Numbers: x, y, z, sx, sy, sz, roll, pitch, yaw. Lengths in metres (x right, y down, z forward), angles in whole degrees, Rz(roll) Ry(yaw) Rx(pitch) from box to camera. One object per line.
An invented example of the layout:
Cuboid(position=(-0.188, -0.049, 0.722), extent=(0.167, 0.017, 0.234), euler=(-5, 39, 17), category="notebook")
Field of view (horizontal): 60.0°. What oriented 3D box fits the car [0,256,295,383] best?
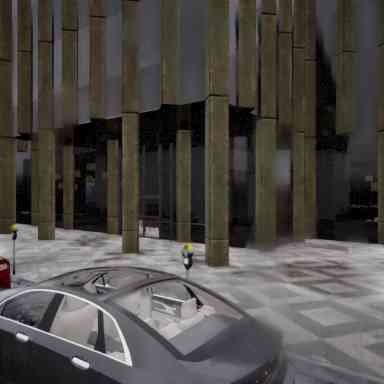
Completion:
Cuboid(position=(-1.120, 1.551, 3.767), extent=(4.403, 1.369, 2.008), euler=(0, 0, 36), category="car")
